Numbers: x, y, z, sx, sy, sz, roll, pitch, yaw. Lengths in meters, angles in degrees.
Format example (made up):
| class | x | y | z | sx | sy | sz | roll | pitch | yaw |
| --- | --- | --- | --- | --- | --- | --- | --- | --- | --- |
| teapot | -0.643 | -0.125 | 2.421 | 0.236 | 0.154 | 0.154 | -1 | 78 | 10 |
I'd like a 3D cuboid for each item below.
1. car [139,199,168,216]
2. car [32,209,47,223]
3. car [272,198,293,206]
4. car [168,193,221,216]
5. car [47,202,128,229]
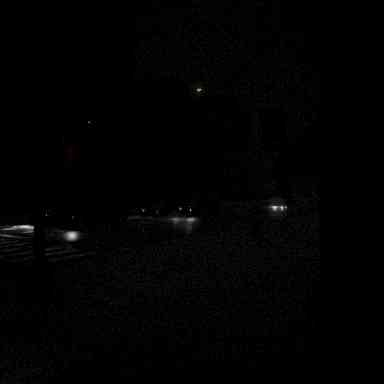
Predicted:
| class | x | y | z | sx | sy | sz | roll | pitch | yaw |
| --- | --- | --- | --- | --- | --- | --- | --- | --- | --- |
| car | -2.948 | 1.395 | 31.844 | 2.128 | 1.511 | 4.902 | 0 | 0 | 36 |
| car | -8.940 | 1.511 | 23.388 | 1.994 | 1.385 | 4.181 | 0 | 0 | 35 |
| car | 13.453 | 1.361 | 49.236 | 1.994 | 1.385 | 4.181 | 0 | 0 | 35 |
| car | 0.584 | 1.112 | 31.215 | 2.150 | 2.045 | 5.566 | 0 | 0 | 35 |
| car | -6.337 | 1.419 | 21.452 | 1.882 | 1.535 | 5.008 | 0 | 0 | 34 |
